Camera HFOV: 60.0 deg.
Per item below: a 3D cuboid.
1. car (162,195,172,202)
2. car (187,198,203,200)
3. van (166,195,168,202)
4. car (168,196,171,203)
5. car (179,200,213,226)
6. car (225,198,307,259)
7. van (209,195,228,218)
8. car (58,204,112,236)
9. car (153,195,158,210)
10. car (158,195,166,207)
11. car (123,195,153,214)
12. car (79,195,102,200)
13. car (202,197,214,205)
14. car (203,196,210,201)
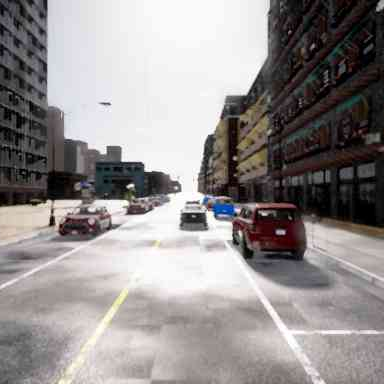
[{"bbox_3d":[-5.654,1.502,74.591,1.887,1.381,4.507,1,0,0],"label":"car"},{"bbox_3d":[0.097,1.485,42.855,2.128,1.511,4.902,0,0,0],"label":"car"},{"bbox_3d":[-5.649,1.320,57.653,1.690,1.788,3.998,1,0,0],"label":"van"},{"bbox_3d":[-5.652,1.405,68.945,1.967,1.590,4.097,1,0,0],"label":"car"},{"bbox_3d":[0.097,1.549,23.207,2.033,1.411,5.357,0,0,0],"label":"car"},{"bbox_3d":[2.702,1.317,12.517,2.192,1.841,5.009,1,0,0],"label":"car"},{"bbox_3d":[2.700,1.342,29.455,1.690,1.788,3.998,1,0,0],"label":"van"},{"bbox_3d":[-5.684,1.442,18.132,1.967,1.590,4.097,1,0,0],"label":"car"},{"bbox_3d":[-5.649,1.435,40.716,1.967,1.590,4.097,1,0,0],"label":"car"},{"bbox_3d":[-5.651,1.530,52.007,1.887,1.381,4.507,1,0,0],"label":"car"},{"bbox_3d":[-5.655,1.438,35.070,1.967,1.590,4.097,1,0,0],"label":"car"},{"bbox_3d":[-26.385,1.430,86.356,4.097,1.590,1.967,0,0,1],"label":"car"},{"bbox_3d":[2.695,1.545,57.687,1.947,1.339,4.313,1,0,0],"label":"car"},{"bbox_3d":[2.697,1.540,40.750,1.887,1.381,4.507,1,0,0],"label":"car"}]
